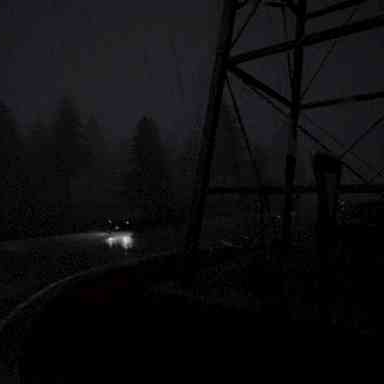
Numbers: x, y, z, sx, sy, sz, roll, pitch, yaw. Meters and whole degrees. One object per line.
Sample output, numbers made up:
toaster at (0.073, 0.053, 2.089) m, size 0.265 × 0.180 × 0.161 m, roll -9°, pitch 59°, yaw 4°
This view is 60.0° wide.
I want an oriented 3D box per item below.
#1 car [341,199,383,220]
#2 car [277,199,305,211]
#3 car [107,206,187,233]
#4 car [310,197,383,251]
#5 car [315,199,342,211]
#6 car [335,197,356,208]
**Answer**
car at (14.496, 1.382, 27.172) m, size 3.988 × 1.617 × 1.851 m, roll -1°, pitch 0°, yaw 35°
car at (12.014, 1.542, 40.089) m, size 2.033 × 1.411 × 5.357 m, roll -1°, pitch 0°, yaw 36°
car at (-2.510, 1.545, 20.187) m, size 2.033 × 1.411 × 5.357 m, roll -1°, pitch 0°, yaw 36°
car at (6.488, 1.234, 12.165) m, size 3.866 × 1.878 × 1.905 m, roll 0°, pitch 0°, yaw 5°
car at (16.531, 1.522, 40.151) m, size 1.994 × 1.385 × 4.181 m, roll -1°, pitch 0°, yaw 37°
car at (22.218, 1.462, 48.053) m, size 1.837 × 1.490 × 4.892 m, roll -1°, pitch 0°, yaw 36°
